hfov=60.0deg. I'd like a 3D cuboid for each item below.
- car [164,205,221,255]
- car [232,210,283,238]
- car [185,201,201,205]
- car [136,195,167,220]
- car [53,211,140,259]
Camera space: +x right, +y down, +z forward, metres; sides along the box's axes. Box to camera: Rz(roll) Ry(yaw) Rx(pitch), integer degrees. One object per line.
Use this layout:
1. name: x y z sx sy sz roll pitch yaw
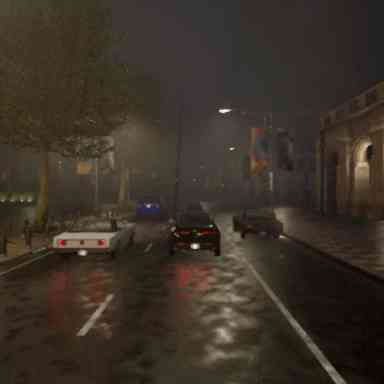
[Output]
1. car: 0.102 1.509 13.279 1.837 1.490 4.892 0 0 0
2. car: 3.254 1.600 17.493 1.895 1.301 4.718 0 0 0
3. car: 0.091 1.534 29.655 1.812 1.442 4.674 0 0 0
4. car: -3.392 1.229 28.679 2.150 2.045 5.566 0 0 0
5. car: -3.396 1.604 12.561 1.895 1.301 4.718 0 0 0
